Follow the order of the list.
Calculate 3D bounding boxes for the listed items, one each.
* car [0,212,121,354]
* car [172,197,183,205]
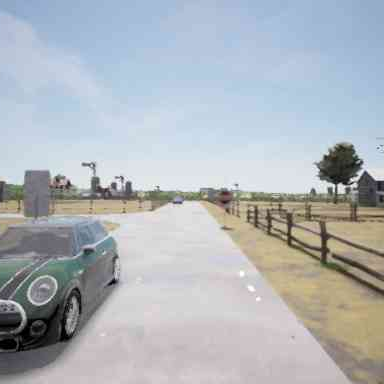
[{"bbox_3d":[-2.837,1.349,6.453,2.097,1.767,4.553,0,0,0],"label":"car"},{"bbox_3d":[-2.753,1.674,63.414,1.882,1.535,5.008,0,1,0],"label":"car"}]
